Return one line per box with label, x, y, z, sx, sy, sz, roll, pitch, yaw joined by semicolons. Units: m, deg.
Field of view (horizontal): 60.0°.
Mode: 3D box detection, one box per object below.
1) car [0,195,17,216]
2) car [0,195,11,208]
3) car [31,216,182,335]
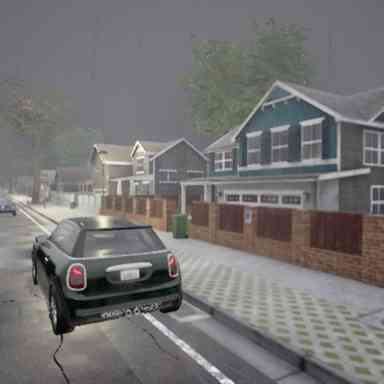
car;-15.643;1.203;27.564;2.033;1.411;5.357;0;0;-30
car;-22.757;1.054;39.490;2.033;1.411;5.357;0;0;-30
car;-2.049;1.279;6.995;2.097;1.767;4.553;0;1;-31
